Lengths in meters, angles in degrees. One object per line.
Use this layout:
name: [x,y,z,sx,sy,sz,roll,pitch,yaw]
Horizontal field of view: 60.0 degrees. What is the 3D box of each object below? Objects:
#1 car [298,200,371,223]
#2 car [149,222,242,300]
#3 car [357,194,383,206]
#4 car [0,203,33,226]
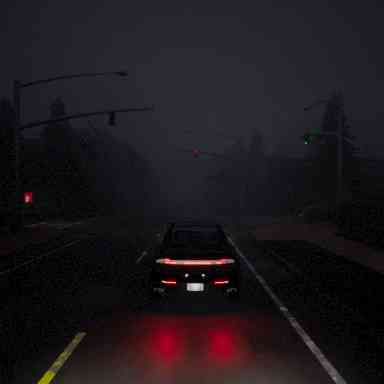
car: [10.251,1.506,24.560,4.674,1.442,1.812,0,0,-5]
car: [0.076,1.492,8.398,2.128,1.511,4.902,0,0,0]
car: [15.856,1.202,28.932,5.566,2.045,2.150,0,0,-8]
car: [-13.701,1.493,23.060,5.008,1.535,1.882,0,0,0]
